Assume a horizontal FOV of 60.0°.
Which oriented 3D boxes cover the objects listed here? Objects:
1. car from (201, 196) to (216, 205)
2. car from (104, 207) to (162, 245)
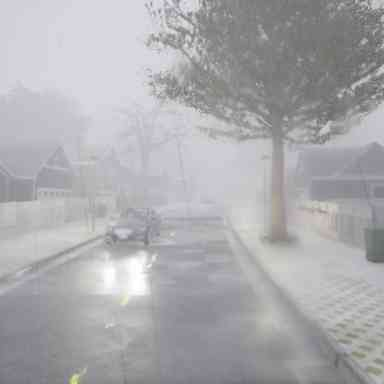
[{"bbox_3d":[2.807,1.418,56.343,2.033,1.411,5.357,0,0,13],"label":"car"},{"bbox_3d":[-2.542,1.445,15.269,2.128,1.511,4.902,0,0,3],"label":"car"}]
